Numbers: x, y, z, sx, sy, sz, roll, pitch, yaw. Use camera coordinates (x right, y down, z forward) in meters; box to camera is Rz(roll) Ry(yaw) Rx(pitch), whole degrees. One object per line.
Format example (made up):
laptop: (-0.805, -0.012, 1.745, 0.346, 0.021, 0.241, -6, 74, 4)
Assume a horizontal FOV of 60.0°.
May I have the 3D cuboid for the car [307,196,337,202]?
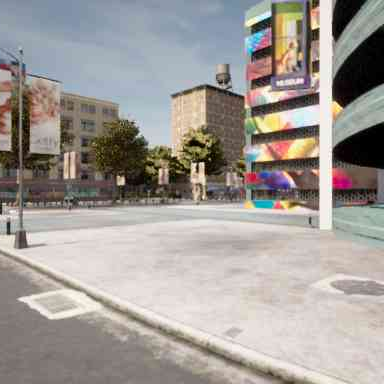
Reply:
car: (14.988, 1.314, 39.729, 4.674, 1.452, 2.002, 0, 0, -44)
